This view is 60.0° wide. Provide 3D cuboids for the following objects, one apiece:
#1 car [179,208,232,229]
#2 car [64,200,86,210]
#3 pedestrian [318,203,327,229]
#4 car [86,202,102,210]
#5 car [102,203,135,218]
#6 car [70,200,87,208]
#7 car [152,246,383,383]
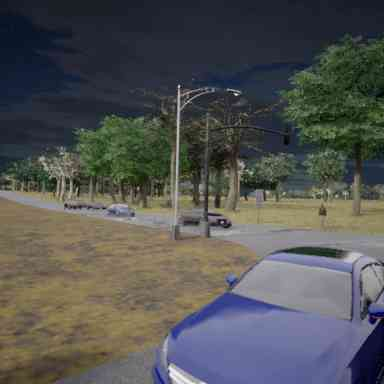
[{"bbox_3d":[0.851,1.784,22.748,1.994,1.385,4.181,3,-2,-33],"label":"car"},{"bbox_3d":[-18.831,2.039,52.463,1.882,1.535,5.008,3,-2,-33],"label":"car"},{"bbox_3d":[9.301,1.717,23.824,0.375,1.860,0.375,1,-1,-34],"label":"pedestrian"},{"bbox_3d":[-15.824,2.255,54.466,1.994,1.385,4.181,3,-2,-35],"label":"car"},{"bbox_3d":[-7.676,1.927,35.576,1.812,1.442,4.674,3,-1,-33],"label":"car"},{"bbox_3d":[-21.383,2.308,62.776,1.994,1.385,4.181,3,-2,-34],"label":"car"},{"bbox_3d":[1.575,1.528,4.377,1.812,1.442,4.674,1,0,40],"label":"car"}]
